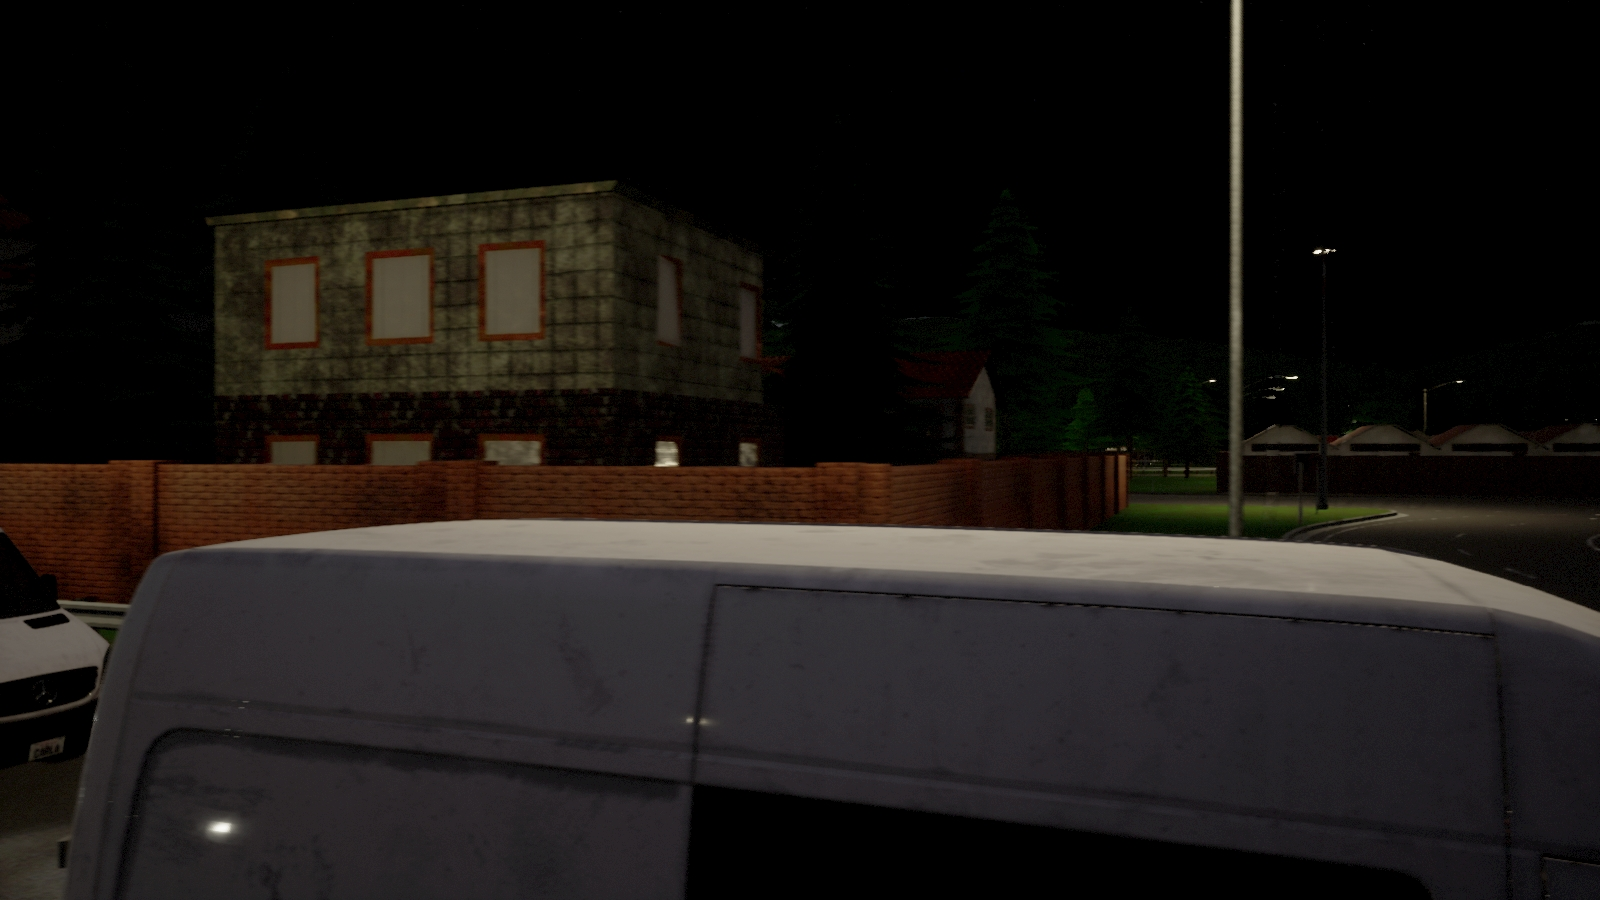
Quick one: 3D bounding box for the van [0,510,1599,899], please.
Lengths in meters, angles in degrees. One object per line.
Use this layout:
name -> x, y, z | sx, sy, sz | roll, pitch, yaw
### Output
van -> 1.001, 1.534, 2.931 | 5.915, 2.561, 1.988 | 0, 0, 20

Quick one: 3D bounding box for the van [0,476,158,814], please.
van -> -8.811, 1.528, 10.204 | 5.915, 2.561, 1.988 | 0, 0, 20
